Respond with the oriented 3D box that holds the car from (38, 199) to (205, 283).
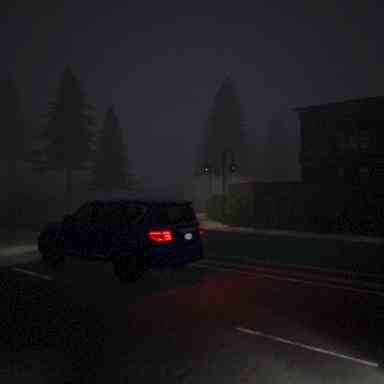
[{"bbox_3d":[-2.259,1.219,9.904,5.566,2.045,2.150,0,0,36],"label":"car"}]
